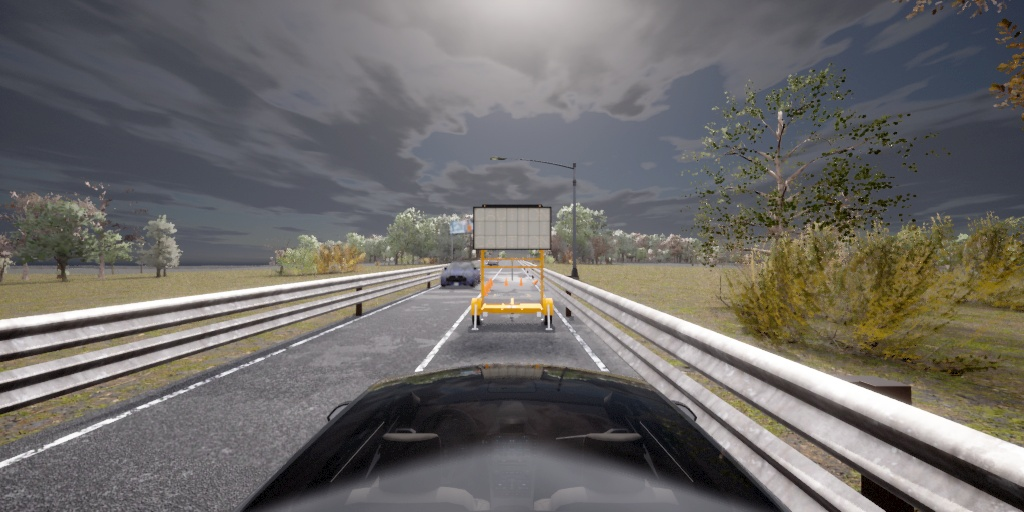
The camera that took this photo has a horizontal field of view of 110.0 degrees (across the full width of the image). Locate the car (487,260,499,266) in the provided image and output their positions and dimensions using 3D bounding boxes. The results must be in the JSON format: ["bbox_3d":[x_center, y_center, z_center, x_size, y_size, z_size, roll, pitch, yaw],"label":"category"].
[{"bbox_3d":[-3.256,1.320,61.760,2.033,1.411,5.357,0,0,0],"label":"car"}]

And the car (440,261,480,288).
[{"bbox_3d":[-3.353,1.110,23.782,2.097,1.767,4.553,0,0,0],"label":"car"}]

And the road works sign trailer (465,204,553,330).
[{"bbox_3d":[0.009,0.218,11.109,2.380,3.560,2.880,0,0,0],"label":"road works sign trailer"}]
